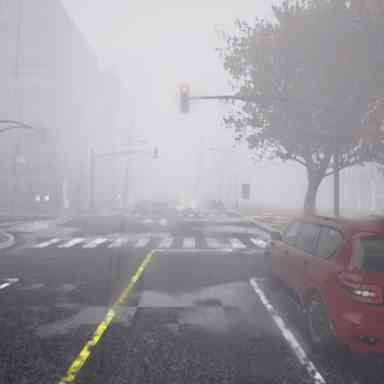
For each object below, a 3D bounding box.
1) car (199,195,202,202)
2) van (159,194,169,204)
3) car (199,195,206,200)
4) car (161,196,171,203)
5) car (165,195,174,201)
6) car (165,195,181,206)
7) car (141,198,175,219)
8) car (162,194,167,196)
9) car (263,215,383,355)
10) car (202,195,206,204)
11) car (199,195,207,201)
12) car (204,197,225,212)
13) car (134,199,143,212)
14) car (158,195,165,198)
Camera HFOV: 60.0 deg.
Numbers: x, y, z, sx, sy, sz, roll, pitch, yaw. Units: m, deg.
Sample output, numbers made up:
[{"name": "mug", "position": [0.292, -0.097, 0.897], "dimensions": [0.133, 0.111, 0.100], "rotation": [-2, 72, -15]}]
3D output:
[{"name": "car", "position": [2.827, 1.600, 66.114], "dimensions": [1.802, 1.307, 4.206], "rotation": [0, 0, 0]}, {"name": "van", "position": [-5.553, 1.359, 66.133], "dimensions": [1.690, 1.788, 3.998], "rotation": [0, 0, 0]}, {"name": "car", "position": [2.884, 1.602, 93.778], "dimensions": [2.008, 1.369, 4.403], "rotation": [0, 0, 0]}, {"name": "car", "position": [-5.542, 1.605, 71.664], "dimensions": [1.802, 1.307, 4.206], "rotation": [0, 0, 0]}, {"name": "car", "position": [-5.519, 1.475, 82.730], "dimensions": [1.967, 1.590, 4.097], "rotation": [0, 0, 0]}, {"name": "car", "position": [-2.889, 1.574, 54.200], "dimensions": [1.994, 1.385, 4.181], "rotation": [0, 0, 0]}, {"name": "car", "position": [-2.948, 1.556, 29.709], "dimensions": [2.033, 1.411, 5.357], "rotation": [0, 0, 0]}, {"name": "car", "position": [-5.564, 1.453, 60.600], "dimensions": [1.967, 1.590, 4.097], "rotation": [0, 0, 0]}, {"name": "car", "position": [2.705, 1.313, 6.063], "dimensions": [2.192, 1.841, 5.009], "rotation": [0, 0, 0]}, {"name": "car", "position": [2.793, 1.529, 49.687], "dimensions": [1.752, 1.417, 4.829], "rotation": [0, 0, 0]}, {"name": "car", "position": [2.872, 1.588, 88.246], "dimensions": [1.887, 1.381, 4.507], "rotation": [0, 0, 0]}, {"name": "car", "position": [2.770, 1.542, 38.451], "dimensions": [1.887, 1.381, 4.507], "rotation": [0, 0, 0]}, {"name": "car", "position": [-5.610, 1.548, 38.469], "dimensions": [2.008, 1.369, 4.403], "rotation": [0, 0, 0]}, {"name": "car", "position": [-5.587, 1.555, 49.535], "dimensions": [2.008, 1.369, 4.403], "rotation": [0, 0, 0]}]
